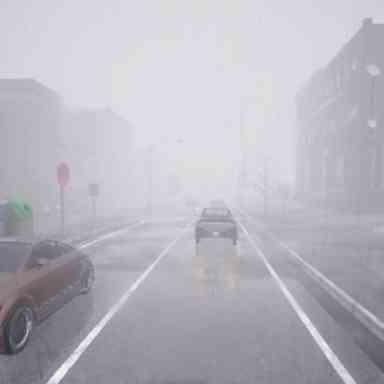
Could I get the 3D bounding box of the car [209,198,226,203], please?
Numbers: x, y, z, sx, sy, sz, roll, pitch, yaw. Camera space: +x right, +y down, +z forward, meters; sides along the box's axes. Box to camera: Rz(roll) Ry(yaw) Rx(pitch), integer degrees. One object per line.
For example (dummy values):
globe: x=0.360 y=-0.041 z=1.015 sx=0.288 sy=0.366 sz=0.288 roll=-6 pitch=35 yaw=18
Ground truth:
car: x=3.003 y=1.486 z=39.382 sx=2.128 sy=1.511 sz=4.902 roll=0 pitch=0 yaw=5

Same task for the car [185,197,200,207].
car: x=0.097 y=1.443 z=49.156 sx=1.882 sy=1.535 sz=5.008 roll=0 pitch=0 yaw=5

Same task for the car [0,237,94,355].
car: x=-3.291 y=1.538 z=5.928 sx=1.994 sy=1.385 sz=4.181 roll=0 pitch=0 yaw=3

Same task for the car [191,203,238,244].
car: x=1.161 y=1.490 z=15.958 sx=2.128 sy=1.511 sz=4.902 roll=0 pitch=0 yaw=4
